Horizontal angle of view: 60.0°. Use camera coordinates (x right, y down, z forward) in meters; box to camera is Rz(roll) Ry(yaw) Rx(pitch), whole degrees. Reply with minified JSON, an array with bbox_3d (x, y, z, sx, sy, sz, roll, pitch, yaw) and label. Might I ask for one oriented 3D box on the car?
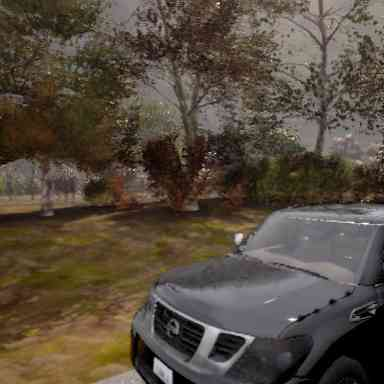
[{"bbox_3d":[2.004,1.192,4.469,5.566,2.045,2.150,0,1,-35],"label":"car"}]
